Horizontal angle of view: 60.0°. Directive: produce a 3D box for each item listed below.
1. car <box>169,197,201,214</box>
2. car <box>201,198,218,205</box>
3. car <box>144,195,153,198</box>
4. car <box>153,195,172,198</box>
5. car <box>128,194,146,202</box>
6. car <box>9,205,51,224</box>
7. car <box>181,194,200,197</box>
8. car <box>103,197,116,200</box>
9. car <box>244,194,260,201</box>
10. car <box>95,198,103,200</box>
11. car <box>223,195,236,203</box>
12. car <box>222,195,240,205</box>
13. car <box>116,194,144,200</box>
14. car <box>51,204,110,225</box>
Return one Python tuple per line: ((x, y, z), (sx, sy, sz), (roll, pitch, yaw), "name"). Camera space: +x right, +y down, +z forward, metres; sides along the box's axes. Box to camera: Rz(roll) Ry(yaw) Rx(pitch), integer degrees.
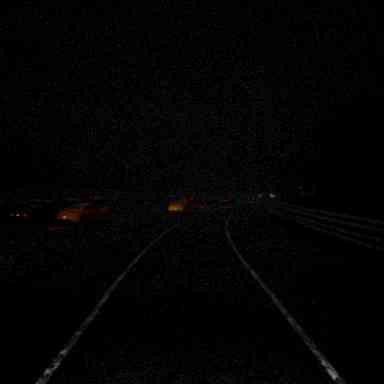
((-0.948, 1.612, 37.345), (1.882, 1.535, 5.008), (0, 0, 19), "car")
((3.367, 1.723, 60.457), (1.895, 1.301, 4.718), (0, 0, 19), "car")
((-10.618, 1.605, 84.230), (2.097, 1.767, 4.553), (0, 0, 19), "car")
((-7.320, 1.777, 83.055), (1.994, 1.385, 4.181), (0, 0, 19), "car")
((-14.045, 1.502, 85.032), (2.150, 2.045, 5.566), (0, 0, 19), "car")
((-11.985, 1.756, 26.880), (2.033, 1.411, 5.357), (0, 0, 19), "car")
((0.062, 1.370, 61.623), (2.150, 2.045, 5.566), (0, 0, 19), "car")
((-15.815, 1.753, 69.243), (1.882, 1.535, 5.008), (0, 0, 19), "car")
((15.160, 1.655, 83.782), (1.895, 1.301, 4.718), (0, 0, 19), "car")
((-19.221, 1.855, 70.102), (1.994, 1.385, 4.181), (0, 0, 19), "car")
((8.562, 1.575, 75.440), (1.882, 1.535, 5.008), (0, 0, 19), "car")
((6.664, 1.602, 59.290), (1.837, 1.490, 4.892), (0, 0, 19), "car")
((-12.520, 1.475, 68.068), (2.150, 2.045, 5.566), (0, 0, 19), "car")
((-8.430, 1.659, 26.452), (1.882, 1.535, 5.008), (0, 0, 19), "car")
